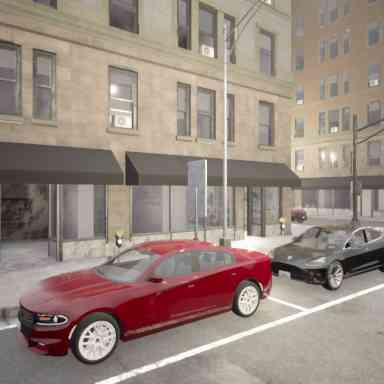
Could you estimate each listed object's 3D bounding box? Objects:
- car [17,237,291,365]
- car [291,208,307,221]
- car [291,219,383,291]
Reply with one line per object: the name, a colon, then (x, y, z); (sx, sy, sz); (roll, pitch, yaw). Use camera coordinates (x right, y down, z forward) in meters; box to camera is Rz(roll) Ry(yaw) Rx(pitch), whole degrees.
car: (-0.531, 1.545, 5.826); (4.507, 1.381, 1.887); (0, 0, -36)
car: (6.485, 1.546, 25.743); (1.882, 1.535, 5.008); (0, 0, -36)
car: (3.926, 1.566, 9.067); (4.313, 1.339, 1.947); (0, 0, -36)
